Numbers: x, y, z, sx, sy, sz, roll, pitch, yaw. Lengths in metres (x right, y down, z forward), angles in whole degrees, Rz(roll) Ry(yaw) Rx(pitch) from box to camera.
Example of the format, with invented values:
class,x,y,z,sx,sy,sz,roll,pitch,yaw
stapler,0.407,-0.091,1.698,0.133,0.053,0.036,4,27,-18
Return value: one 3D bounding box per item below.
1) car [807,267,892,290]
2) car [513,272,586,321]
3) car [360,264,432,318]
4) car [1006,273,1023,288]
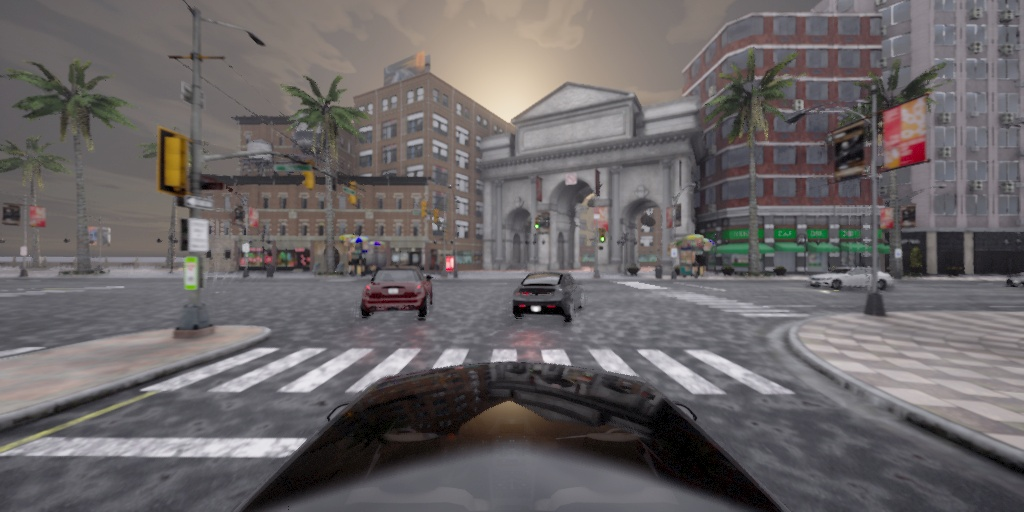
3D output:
class,x,y,z,sx,sy,sz,roll,pitch,yaw
car,22.368,1.444,23.814,4.674,1.442,1.812,0,0,1
car,1.447,1.315,12.836,1.837,1.490,4.892,-1,-1,18
car,-4.169,1.152,13.550,2.097,1.767,4.553,0,0,-10
car,35.721,1.441,23.485,4.902,1.511,2.128,0,0,3
